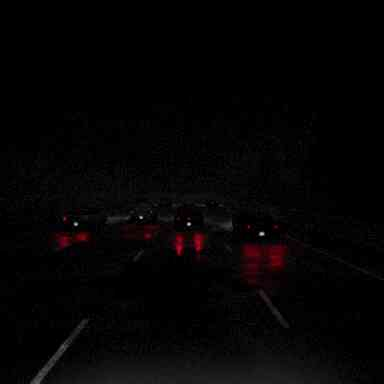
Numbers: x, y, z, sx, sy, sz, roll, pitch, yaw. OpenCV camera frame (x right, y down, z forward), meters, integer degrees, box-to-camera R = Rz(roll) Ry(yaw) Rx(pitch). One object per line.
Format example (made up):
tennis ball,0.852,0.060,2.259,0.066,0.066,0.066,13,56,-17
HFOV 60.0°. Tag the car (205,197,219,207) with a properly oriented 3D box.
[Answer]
car,3.005,1.490,50.096,1.994,1.385,4.181,0,1,-1

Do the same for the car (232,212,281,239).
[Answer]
car,3.332,1.710,18.176,1.895,1.301,4.718,0,0,-1

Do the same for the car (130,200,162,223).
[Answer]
car,-3.755,1.618,26.671,1.812,1.442,4.674,0,0,-1

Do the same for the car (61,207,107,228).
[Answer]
car,-7.216,1.692,22.794,1.895,1.301,4.718,0,0,-1

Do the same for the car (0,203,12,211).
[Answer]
car,-17.883,1.634,29.226,2.033,1.411,5.357,0,0,-1

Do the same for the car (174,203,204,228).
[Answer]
car,-0.218,1.705,23.021,1.895,1.301,4.718,0,0,-1

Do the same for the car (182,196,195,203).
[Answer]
car,-0.506,1.382,51.224,1.882,1.535,5.008,0,1,-1

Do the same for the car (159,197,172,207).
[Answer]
car,-3.989,1.485,49.433,1.994,1.385,4.181,0,1,-1

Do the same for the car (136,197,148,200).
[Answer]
car,-7.489,1.478,49.440,1.994,1.385,4.181,0,1,-1
